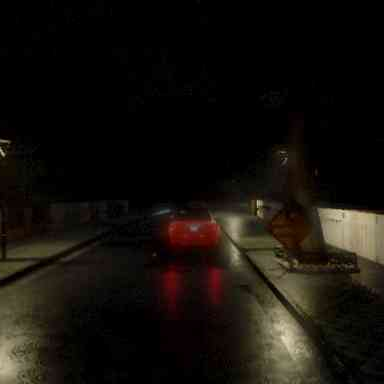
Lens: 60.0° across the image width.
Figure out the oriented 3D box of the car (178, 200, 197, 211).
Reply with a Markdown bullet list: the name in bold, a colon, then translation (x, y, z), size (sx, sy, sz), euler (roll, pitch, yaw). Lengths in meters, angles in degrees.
- **car**: translation (-0.558, 1.876, 47.450), size (1.994, 1.385, 4.181), euler (0, -1, 9)

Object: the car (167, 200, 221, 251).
- **car**: translation (0.085, 1.423, 14.612), size (2.097, 1.767, 4.553), euler (0, 0, 0)

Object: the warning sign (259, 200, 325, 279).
- **warning sign**: translation (2.494, 1.153, 8.480), size (1.300, 1.860, 1.060), euler (-1, -2, 0)

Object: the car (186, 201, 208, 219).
- **car**: translation (0.565, 1.660, 31.706), size (1.882, 1.535, 5.008), euler (0, 0, 4)
